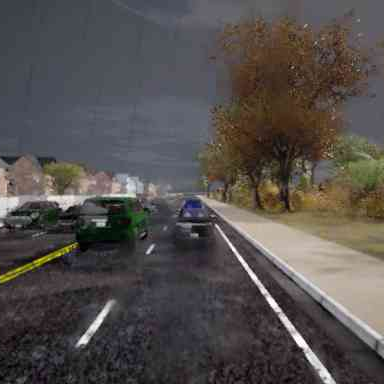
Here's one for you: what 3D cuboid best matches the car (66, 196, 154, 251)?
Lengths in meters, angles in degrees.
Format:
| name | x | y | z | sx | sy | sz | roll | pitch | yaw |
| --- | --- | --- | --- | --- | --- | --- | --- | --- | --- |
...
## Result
| name | x | y | z | sx | sy | sz | roll | pitch | yaw |
| --- | --- | --- | --- | --- | --- | --- | --- | --- | --- |
| car | -3.149 | 1.210 | 14.188 | 2.150 | 2.045 | 5.566 | 0 | 0 | 0 |

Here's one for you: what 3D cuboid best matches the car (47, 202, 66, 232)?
| name | x | y | z | sx | sy | sz | roll | pitch | yaw |
| --- | --- | --- | --- | --- | --- | --- | --- | --- | --- |
| car | -6.596 | 1.490 | 20.025 | 1.837 | 1.490 | 4.892 | 0 | 0 | 0 |

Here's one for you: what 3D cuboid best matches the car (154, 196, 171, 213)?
| name | x | y | z | sx | sy | sz | roll | pitch | yaw |
| --- | --- | --- | --- | --- | --- | --- | --- | --- | --- |
| car | -3.146 | 1.471 | 32.150 | 2.128 | 1.511 | 4.902 | 0 | 0 | 0 |

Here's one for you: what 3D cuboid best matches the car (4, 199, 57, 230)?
| name | x | y | z | sx | sy | sz | roll | pitch | yaw |
| --- | --- | --- | --- | --- | --- | --- | --- | --- | --- |
| car | -9.845 | 1.336 | 21.092 | 2.097 | 1.767 | 4.553 | 0 | 0 | 0 |

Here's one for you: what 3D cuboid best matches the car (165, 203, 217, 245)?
| name | x | y | z | sx | sy | sz | roll | pitch | yaw |
| --- | --- | --- | --- | --- | --- | --- | --- | --- | --- |
| car | 0.101 | 1.480 | 15.500 | 2.128 | 1.511 | 4.902 | 0 | 0 | 0 |

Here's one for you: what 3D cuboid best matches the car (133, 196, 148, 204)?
| name | x | y | z | sx | sy | sz | roll | pitch | yaw |
| --- | --- | --- | --- | --- | --- | --- | --- | --- | --- |
| car | -9.763 | 1.470 | 63.378 | 2.128 | 1.511 | 4.902 | 0 | 0 | 1 |

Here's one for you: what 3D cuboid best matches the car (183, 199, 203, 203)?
| name | x | y | z | sx | sy | sz | roll | pitch | yaw |
| --- | --- | --- | --- | --- | --- | --- | --- | --- | --- |
| car | 0.100 | 1.457 | 33.872 | 1.882 | 1.535 | 5.008 | 0 | 0 | 0 |

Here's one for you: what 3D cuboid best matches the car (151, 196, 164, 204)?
| name | x | y | z | sx | sy | sz | roll | pitch | yaw |
| --- | --- | --- | --- | --- | --- | --- | --- | --- | --- |
| car | -6.513 | 1.536 | 63.400 | 1.994 | 1.385 | 4.181 | 0 | 0 | 1 |
